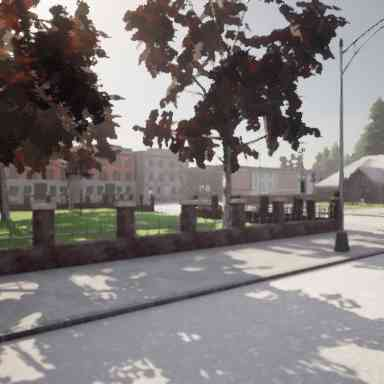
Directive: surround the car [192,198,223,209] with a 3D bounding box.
[{"bbox_3d":[1.155,1.409,37.428,2.033,1.411,5.357,0,0,-35],"label":"car"}]
